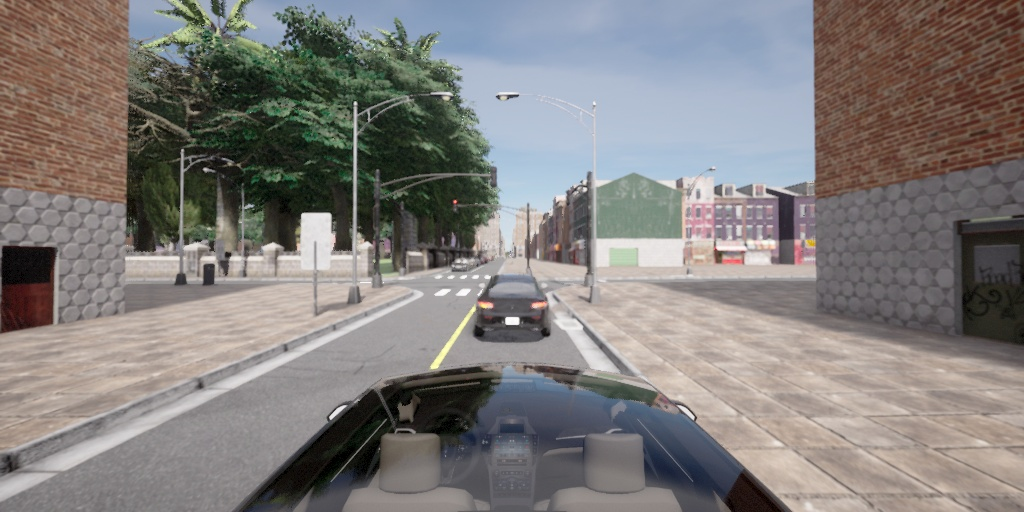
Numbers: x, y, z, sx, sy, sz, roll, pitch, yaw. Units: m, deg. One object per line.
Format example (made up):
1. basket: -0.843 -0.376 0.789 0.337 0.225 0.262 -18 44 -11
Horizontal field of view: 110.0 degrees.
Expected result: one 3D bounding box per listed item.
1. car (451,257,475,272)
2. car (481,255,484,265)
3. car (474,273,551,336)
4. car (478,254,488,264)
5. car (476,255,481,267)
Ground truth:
1. car: -5.494 0.945 38.798 2.007 1.370 4.403 0 0 0
2. car: -5.557 0.851 51.383 1.948 1.339 4.313 0 0 0
3. car: 0.031 1.193 9.929 1.812 1.442 4.674 0 1 1
4. car: -5.634 0.783 62.282 1.802 1.307 4.207 0 0 0
5. car: -5.518 0.882 45.933 2.007 1.370 4.403 0 0 0
